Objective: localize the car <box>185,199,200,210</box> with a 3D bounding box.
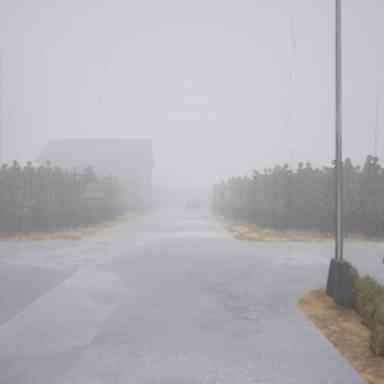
[{"bbox_3d":[0.058,1.785,49.840,2.097,1.767,4.553,0,0,0],"label":"car"}]
